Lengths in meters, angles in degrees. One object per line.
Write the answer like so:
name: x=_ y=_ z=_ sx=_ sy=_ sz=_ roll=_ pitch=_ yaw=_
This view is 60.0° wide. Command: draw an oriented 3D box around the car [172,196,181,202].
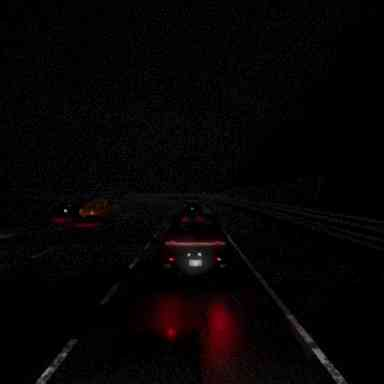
car: x=-3.720 y=1.692 z=81.030 sx=1.895 sy=1.301 sz=4.718 roll=0 pitch=-1 yaw=0

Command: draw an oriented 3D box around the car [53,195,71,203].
car: x=-28.196 y=1.509 z=72.279 sx=1.882 sy=1.535 sz=5.008 roll=0 pitch=-1 yaw=0

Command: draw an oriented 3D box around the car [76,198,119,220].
car: x=-6.967 y=1.290 z=25.669 sx=1.882 sy=1.535 sz=5.008 roll=0 pitch=0 yaw=0

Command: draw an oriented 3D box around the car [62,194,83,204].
car: x=-21.188 y=1.249 z=59.233 sx=2.097 sy=1.767 sz=4.553 roll=0 pitch=-1 yaw=0

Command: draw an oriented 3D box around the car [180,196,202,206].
car: x=0.015 y=1.308 z=32.243 sx=1.812 sy=1.442 sz=4.674 roll=0 pitch=0 yaw=0

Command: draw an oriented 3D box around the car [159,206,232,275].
car: x=0.075 y=1.414 z=10.145 sx=2.128 sy=1.511 sz=4.902 roll=0 pitch=0 yaw=0

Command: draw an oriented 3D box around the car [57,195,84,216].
car: x=-10.479 y=1.303 z=29.957 sx=1.837 sy=1.490 sz=4.892 roll=0 pitch=0 yaw=0

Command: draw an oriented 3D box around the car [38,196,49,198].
car: x=-31.692 y=1.556 z=70.740 sx=2.033 sy=1.411 sz=5.357 roll=0 pitch=-1 yaw=0
